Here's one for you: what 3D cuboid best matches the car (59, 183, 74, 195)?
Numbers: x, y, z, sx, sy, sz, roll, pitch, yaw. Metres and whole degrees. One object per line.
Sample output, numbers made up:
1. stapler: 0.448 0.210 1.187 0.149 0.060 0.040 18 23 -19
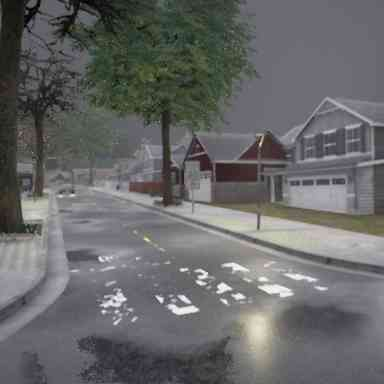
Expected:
1. car: -17.106 -0.465 45.396 1.812 1.442 4.674 -1 3 -23
